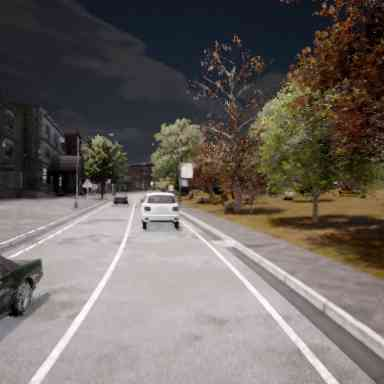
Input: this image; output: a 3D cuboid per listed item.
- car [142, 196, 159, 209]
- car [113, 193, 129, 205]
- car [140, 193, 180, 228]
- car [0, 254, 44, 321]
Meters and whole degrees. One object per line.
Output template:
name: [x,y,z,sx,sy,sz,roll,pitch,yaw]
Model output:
car: [-4.972,1.179,39.239,1.895,1.301,4.718,0,1,-9]
car: [-9.771,0.925,45.887,1.882,1.535,5.008,0,1,-9]
car: [-2.055,1.053,20.892,2.150,2.045,5.566,0,1,-9]
car: [-3.849,1.595,4.617,1.895,1.301,4.718,0,0,-4]
